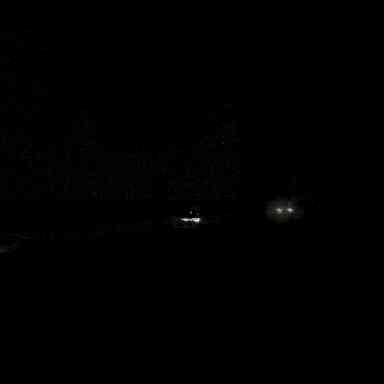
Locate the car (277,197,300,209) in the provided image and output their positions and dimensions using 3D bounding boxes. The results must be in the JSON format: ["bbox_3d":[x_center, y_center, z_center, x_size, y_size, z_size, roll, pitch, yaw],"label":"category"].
[{"bbox_3d":[14.274,1.507,49.078,2.097,1.767,4.553,-2,-1,36],"label":"car"}]

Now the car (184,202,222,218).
[{"bbox_3d":[1.080,1.651,31.051,1.994,1.385,4.181,-2,-1,36],"label":"car"}]
